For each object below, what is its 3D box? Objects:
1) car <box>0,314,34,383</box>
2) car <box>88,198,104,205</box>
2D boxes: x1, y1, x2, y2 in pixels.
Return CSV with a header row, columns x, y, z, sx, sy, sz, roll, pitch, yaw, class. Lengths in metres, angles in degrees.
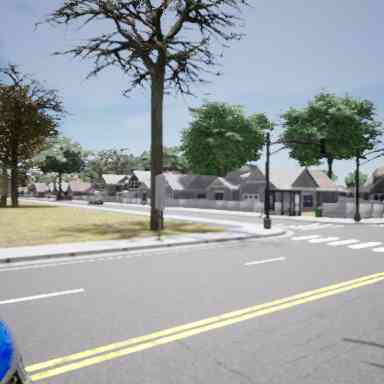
x,y,z,sx,sy,sz,roll,pitch,yaw,class
-3.471,1.195,0.965,5.566,2.045,2.150,1,0,-36,car
-19.161,1.901,66.440,1.812,1.442,4.674,1,-1,-35,car
